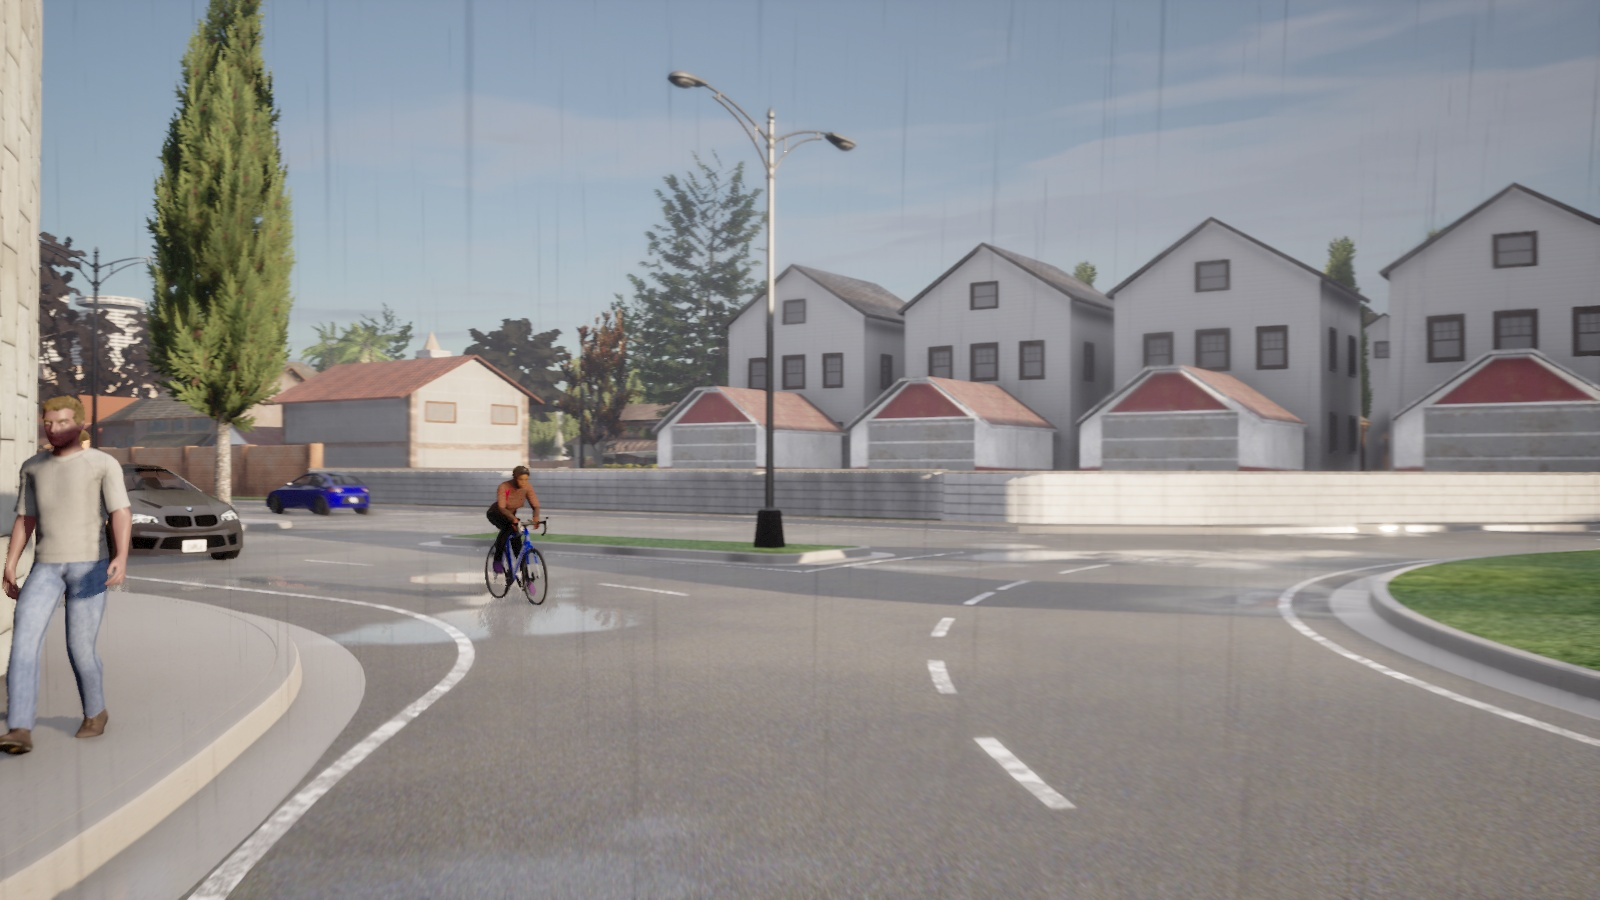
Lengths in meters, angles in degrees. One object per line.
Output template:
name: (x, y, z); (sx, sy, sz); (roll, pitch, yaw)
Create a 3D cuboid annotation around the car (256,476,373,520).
car: (-17.034, 1.663, 44.037); (4.193, 1.474, 1.816); (-1, -1, 36)

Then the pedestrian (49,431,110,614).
pedestrian: (-7.414, 0.728, 12.917); (0.594, 1.836, 0.345); (-1, -1, 39)

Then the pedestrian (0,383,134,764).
pedestrian: (-3.747, 0.599, 6.418); (0.354, 1.836, 0.706); (0, -1, -5)

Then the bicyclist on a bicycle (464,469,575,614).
bicyclist on a bicycle: (-3.344, 1.037, 14.898); (0.582, 1.620, 1.656); (-1, 0, -39)

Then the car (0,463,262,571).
car: (-11.656, 1.090, 21.751); (4.611, 1.667, 2.242); (-1, -1, 36)
